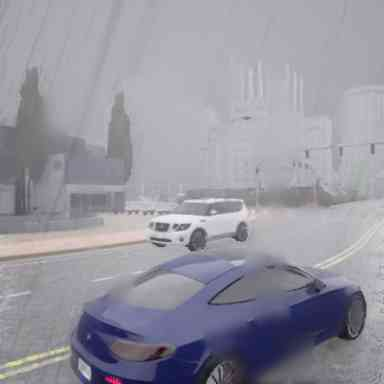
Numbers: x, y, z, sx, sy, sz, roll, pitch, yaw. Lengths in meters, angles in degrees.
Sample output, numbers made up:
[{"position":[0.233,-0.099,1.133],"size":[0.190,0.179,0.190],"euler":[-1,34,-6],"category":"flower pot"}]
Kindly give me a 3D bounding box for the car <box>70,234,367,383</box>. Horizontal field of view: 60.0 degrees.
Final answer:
[{"position":[0.716,1.551,4.745],"size":[4.674,1.442,1.812],"euler":[0,0,-40],"category":"car"}]

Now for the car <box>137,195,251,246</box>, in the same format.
[{"position":[0.529,1.303,14.643],"size":[2.150,2.045,5.566],"euler":[0,0,39],"category":"car"}]
